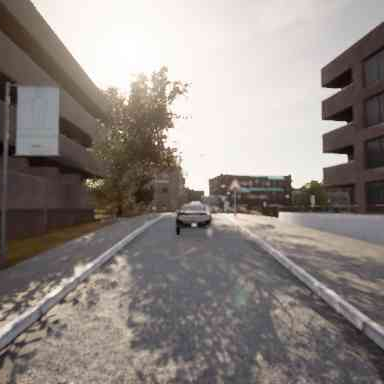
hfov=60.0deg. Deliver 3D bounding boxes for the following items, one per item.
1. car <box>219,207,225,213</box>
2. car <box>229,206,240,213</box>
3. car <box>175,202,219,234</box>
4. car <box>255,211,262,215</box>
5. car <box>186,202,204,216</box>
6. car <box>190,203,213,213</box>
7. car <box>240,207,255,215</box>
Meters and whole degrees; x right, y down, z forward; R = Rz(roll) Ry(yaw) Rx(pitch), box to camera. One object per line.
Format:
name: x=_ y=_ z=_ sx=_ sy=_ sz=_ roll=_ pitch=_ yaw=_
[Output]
car: x=4.893 y=3.904 z=74.464 sx=2.185 sy=1.767 sz=4.553 roll=5 pitch=-5 yaw=-31
car: x=7.866 y=4.164 z=74.956 sx=2.185 sy=1.767 sz=4.553 roll=7 pitch=-5 yaw=-30
car: x=0.113 y=1.364 z=18.146 sx=2.128 sy=1.511 sz=4.902 roll=0 pitch=0 yaw=0
car: x=13.697 y=4.896 z=76.196 sx=1.946 sy=1.575 sz=5.366 roll=7 pitch=-5 yaw=-30
car: x=0.400 y=1.833 z=36.008 sx=1.812 sy=1.442 sz=4.674 roll=0 pitch=-3 yaw=2
car: x=2.013 y=3.599 z=73.882 sx=2.435 sy=2.045 sz=5.566 roll=2 pitch=-4 yaw=-30
car: x=10.863 y=4.344 z=75.510 sx=2.435 sy=2.045 sz=5.566 roll=8 pitch=-5 yaw=-30
